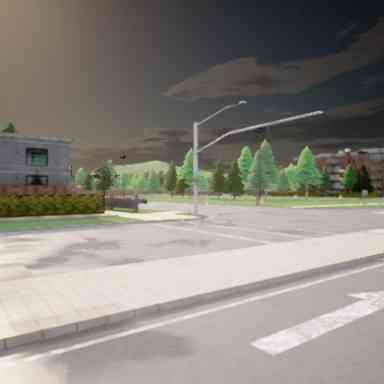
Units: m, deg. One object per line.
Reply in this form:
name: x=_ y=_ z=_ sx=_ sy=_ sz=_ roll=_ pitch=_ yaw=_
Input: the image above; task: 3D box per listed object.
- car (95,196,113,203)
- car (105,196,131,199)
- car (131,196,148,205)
car: x=-18.153 y=1.529 z=68.555 sx=1.895 sy=1.301 sz=4.718 roll=0 pitch=0 yaw=-36
car: x=-12.392 y=1.437 z=54.581 sx=2.128 sy=1.511 sz=4.902 roll=0 pitch=0 yaw=-36
car: x=-9.257 y=1.413 z=56.230 sx=1.882 sy=1.535 sz=5.008 roll=0 pitch=0 yaw=-36
